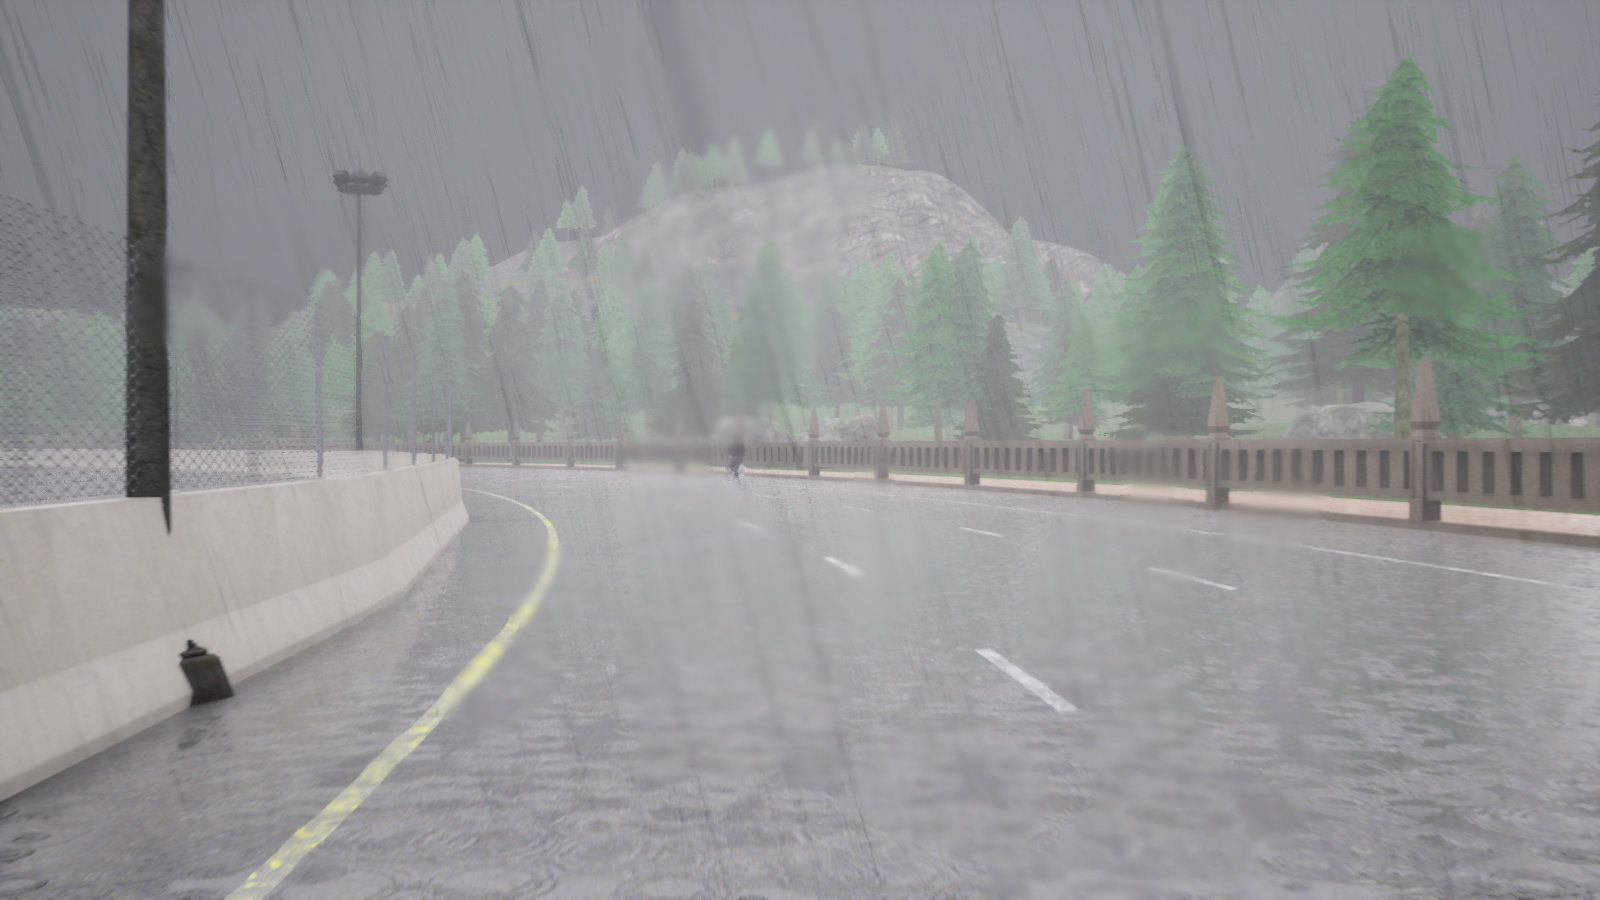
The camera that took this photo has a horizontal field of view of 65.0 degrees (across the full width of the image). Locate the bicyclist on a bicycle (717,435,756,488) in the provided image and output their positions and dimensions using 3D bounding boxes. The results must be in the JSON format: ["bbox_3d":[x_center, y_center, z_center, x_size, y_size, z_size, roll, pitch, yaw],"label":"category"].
[{"bbox_3d":[-2.179,0.375,42.900,0.659,1.776,1.843,-1,1,-24],"label":"bicyclist on a bicycle"}]
